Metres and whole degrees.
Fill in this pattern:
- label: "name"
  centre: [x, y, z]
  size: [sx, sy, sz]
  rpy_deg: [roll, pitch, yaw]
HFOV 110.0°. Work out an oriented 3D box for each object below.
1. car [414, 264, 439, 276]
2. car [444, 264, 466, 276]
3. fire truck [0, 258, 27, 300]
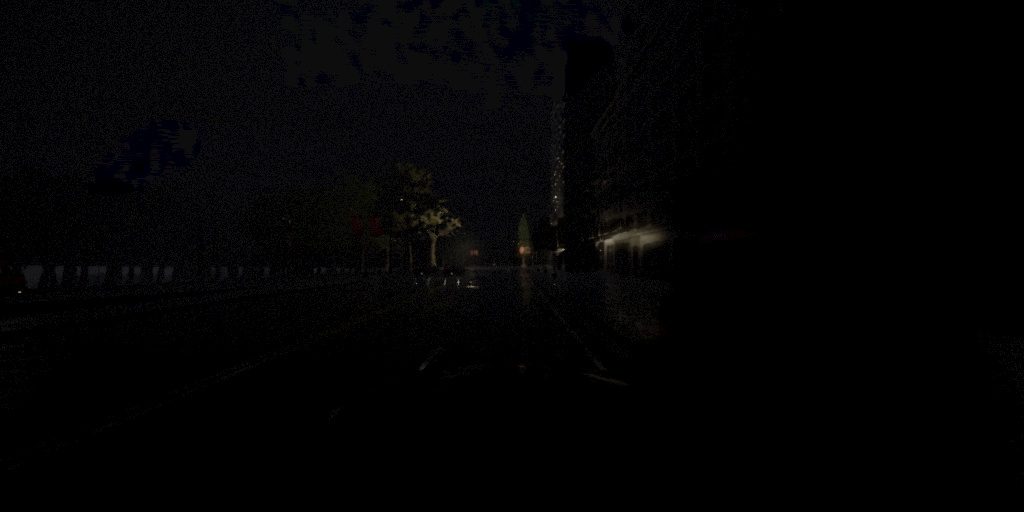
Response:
- label: "car"
  centre: [-9.769, 1.612, 41.137]
  size: [1.895, 1.301, 4.718]
  rpy_deg: [0, -1, 0]
- label: "car"
  centre: [-6.519, 1.612, 41.134]
  size: [1.895, 1.301, 4.718]
  rpy_deg: [0, -1, 0]
- label: "fire truck"
  centre: [-43.464, 1.886, 26.706]
  size: [2.891, 3.827, 8.468]
  rpy_deg: [-1, 1, 45]
